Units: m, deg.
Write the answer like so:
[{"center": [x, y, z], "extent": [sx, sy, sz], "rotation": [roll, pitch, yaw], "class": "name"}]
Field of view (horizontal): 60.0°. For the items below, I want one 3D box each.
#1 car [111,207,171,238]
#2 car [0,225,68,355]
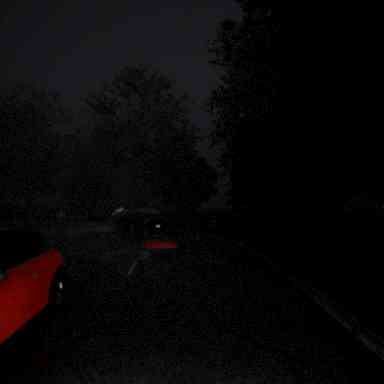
[{"center": [-2.930, 1.536, 18.314], "extent": [1.882, 1.535, 5.008], "rotation": [1, -1, -31], "class": "car"}, {"center": [-3.421, 1.364, 4.563], "extent": [2.097, 1.767, 4.553], "rotation": [0, 0, -1], "class": "car"}]
